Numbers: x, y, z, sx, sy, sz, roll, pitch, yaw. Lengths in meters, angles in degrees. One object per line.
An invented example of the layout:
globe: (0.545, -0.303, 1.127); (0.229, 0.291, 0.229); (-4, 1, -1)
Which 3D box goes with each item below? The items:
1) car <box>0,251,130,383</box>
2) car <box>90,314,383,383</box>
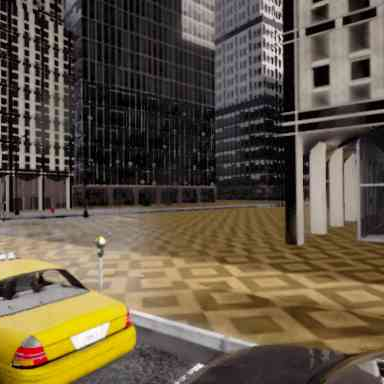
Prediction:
car: (-3.000, 1.580, 5.017); (4.829, 1.417, 1.752); (-1, -1, 35)
car: (1.755, 1.544, 1.625); (4.403, 1.369, 2.008); (-1, -1, 35)
